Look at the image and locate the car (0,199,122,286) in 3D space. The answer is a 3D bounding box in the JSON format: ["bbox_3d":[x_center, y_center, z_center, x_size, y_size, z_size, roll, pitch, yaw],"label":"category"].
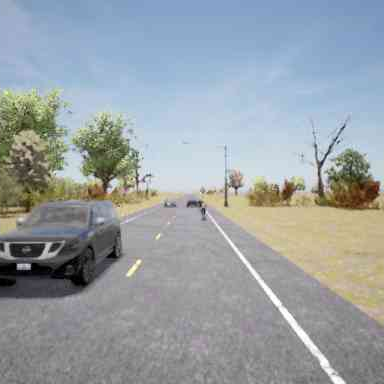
[{"bbox_3d":[-3.595,1.262,9.878,2.150,2.045,5.566,0,0,0],"label":"car"}]

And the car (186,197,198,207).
[{"bbox_3d":[0.096,1.721,56.031,1.837,1.490,4.892,0,0,0],"label":"car"}]

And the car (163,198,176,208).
[{"bbox_3d":[-3.531,1.696,53.289,2.128,1.511,4.902,0,0,0],"label":"car"}]

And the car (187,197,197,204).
[{"bbox_3d":[0.034,1.820,74.715,2.033,1.411,5.357,0,0,0],"label":"car"}]

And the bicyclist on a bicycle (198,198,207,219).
[{"bbox_3d":[0.976,1.565,28.134,0.582,1.620,1.656,0,-1,0],"label":"bicyclist on a bicycle"}]

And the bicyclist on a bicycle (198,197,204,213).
[{"bbox_3d":[0.981,1.521,38.375,0.659,1.776,1.843,0,0,0],"label":"bicyclist on a bicycle"}]
